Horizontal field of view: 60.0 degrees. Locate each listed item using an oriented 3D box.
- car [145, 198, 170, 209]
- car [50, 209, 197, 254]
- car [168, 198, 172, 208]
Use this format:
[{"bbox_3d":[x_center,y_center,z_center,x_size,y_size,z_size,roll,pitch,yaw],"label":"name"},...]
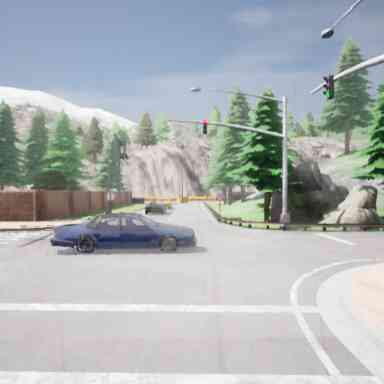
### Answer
[{"bbox_3d":[-3.688,1.613,34.273,1.895,1.301,4.718,0,0,0],"label":"car"},{"bbox_3d":[-2.522,1.547,12.844,5.357,1.411,2.033,0,0,-2],"label":"car"},{"bbox_3d":[-3.711,1.493,44.487,1.882,1.535,5.008,0,0,0],"label":"car"}]
